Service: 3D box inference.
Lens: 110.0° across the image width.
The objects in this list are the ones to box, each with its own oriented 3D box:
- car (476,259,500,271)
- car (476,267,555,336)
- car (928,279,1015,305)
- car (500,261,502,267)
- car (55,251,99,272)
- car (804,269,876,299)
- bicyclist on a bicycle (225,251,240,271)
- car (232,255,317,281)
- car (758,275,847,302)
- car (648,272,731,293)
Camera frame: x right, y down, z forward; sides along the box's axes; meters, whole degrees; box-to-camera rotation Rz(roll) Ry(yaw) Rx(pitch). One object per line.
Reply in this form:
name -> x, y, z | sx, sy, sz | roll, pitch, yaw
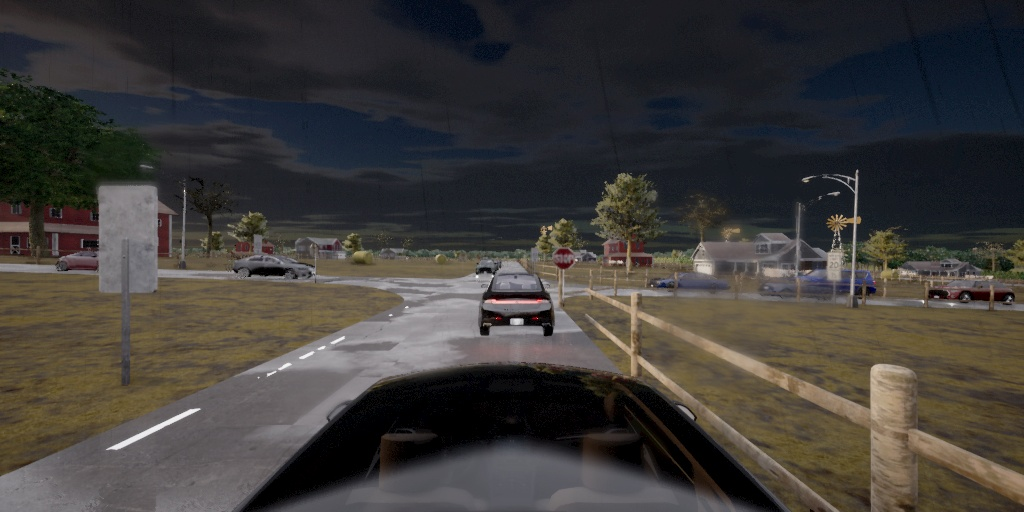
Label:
car -> -2.792, 1.134, 39.687 | 2.097, 1.767, 4.553 | 0, 0, 0
car -> 0.111, 1.246, 10.383 | 2.128, 1.511, 4.902 | 0, 0, 0
car -> 33.060, 2.482, 25.996 | 4.553, 1.767, 2.097 | 2, 0, 0
car -> -2.765, 1.295, 49.585 | 1.837, 1.490, 4.892 | 0, 0, 0
car -> -26.346, 0.375, 23.072 | 4.181, 1.385, 1.994 | 2, 0, 0
car -> 22.971, 1.939, 26.007 | 5.566, 2.045, 2.150 | 2, 0, 0
bicyclist on a bicycle -> -22.577, 0.419, 29.056 | 0.582, 1.620, 1.656 | 2, 0, 0
car -> -15.135, 0.720, 23.009 | 4.902, 1.511, 2.128 | 2, 0, 2
car -> 18.385, 2.095, 23.088 | 4.181, 1.385, 1.994 | 2, 0, 0
car -> 12.783, 1.860, 25.972 | 5.357, 1.411, 2.033 | 2, 0, -1
